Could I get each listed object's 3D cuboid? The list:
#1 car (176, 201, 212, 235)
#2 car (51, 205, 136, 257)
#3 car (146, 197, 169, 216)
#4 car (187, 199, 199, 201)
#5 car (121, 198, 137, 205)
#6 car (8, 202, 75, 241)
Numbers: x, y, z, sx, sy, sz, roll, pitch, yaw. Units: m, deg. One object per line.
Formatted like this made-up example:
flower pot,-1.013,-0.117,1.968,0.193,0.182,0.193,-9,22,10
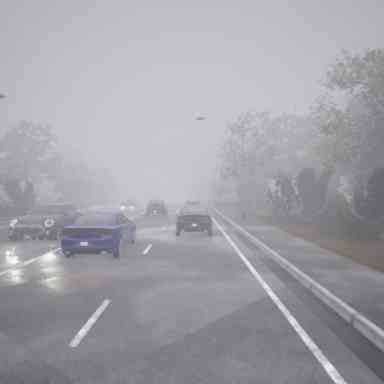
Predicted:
car,0.112,1.480,18.918,1.882,1.535,5.008,0,0,0
car,-3.403,1.479,12.957,1.882,1.535,5.008,0,0,0
car,-3.378,1.509,32.808,1.837,1.490,4.892,0,0,0
car,0.124,1.496,37.000,2.128,1.511,4.902,0,0,0
car,-10.514,1.608,55.512,1.895,1.301,4.718,0,0,1
car,-7.089,1.354,16.561,2.097,1.767,4.553,0,0,0
